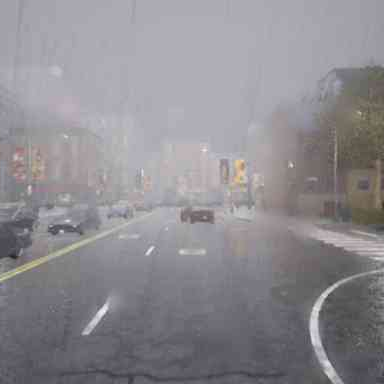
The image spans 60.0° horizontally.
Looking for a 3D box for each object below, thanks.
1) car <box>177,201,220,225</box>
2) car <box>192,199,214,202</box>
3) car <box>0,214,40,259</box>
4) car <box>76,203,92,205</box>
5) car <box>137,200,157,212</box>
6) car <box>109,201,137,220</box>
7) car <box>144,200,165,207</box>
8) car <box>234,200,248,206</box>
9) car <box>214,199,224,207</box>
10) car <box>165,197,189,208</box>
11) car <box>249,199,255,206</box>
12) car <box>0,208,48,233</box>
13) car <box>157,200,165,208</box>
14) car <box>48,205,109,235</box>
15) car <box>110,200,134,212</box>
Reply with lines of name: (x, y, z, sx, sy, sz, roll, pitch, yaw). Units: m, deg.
car: (0.390, 1.793, 27.437, 1.882, 1.535, 5.008, -1, 0, -14)
car: (1.737, 2.171, 52.923, 1.994, 1.385, 4.181, 0, -1, 14)
car: (-7.077, 1.670, 10.613, 2.033, 1.411, 5.357, 0, -1, 0)
car: (-10.503, 1.844, 31.969, 1.882, 1.535, 5.008, 0, -1, 0)
car: (-6.588, 2.038, 46.470, 1.837, 1.490, 4.892, -1, -1, 5)
car: (-7.000, 1.902, 32.795, 1.812, 1.442, 4.674, 0, -1, 1)
car: (-7.589, 2.370, 67.655, 1.895, 1.301, 4.718, 0, -1, 30)
car: (11.594, 2.430, 76.369, 4.181, 1.385, 1.994, 1, -1, -39)
car: (4.760, 2.289, 68.653, 1.837, 1.490, 4.892, 0, -1, 36)
car: (-2.405, 1.943, 62.970, 2.150, 2.045, 5.566, 0, -1, 24)
car: (15.774, 2.219, 75.204, 4.553, 1.767, 2.097, 0, -1, -35)
car: (-10.558, 1.710, 19.150, 2.128, 1.511, 4.902, 0, 0, 0)
car: (-6.039, 2.274, 63.439, 2.033, 1.411, 5.357, 0, -1, 23)
car: (-7.060, 1.785, 20.715, 2.033, 1.411, 5.357, 0, -1, 0)
car: (-9.962, 2.026, 47.865, 1.882, 1.535, 5.008, 0, 0, 7)
